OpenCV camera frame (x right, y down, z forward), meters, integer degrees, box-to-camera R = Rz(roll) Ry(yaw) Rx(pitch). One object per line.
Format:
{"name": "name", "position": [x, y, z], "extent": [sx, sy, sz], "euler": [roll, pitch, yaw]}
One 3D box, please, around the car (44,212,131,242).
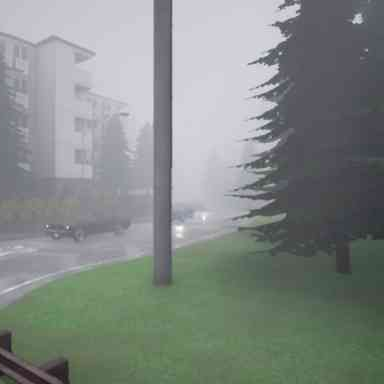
{"name": "car", "position": [-5.505, 1.782, 18.029], "extent": [1.895, 1.301, 4.718], "euler": [0, 0, 29]}

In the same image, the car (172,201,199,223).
{"name": "car", "position": [-1.160, 1.659, 28.150], "extent": [1.882, 1.535, 5.008], "euler": [0, 0, 16]}

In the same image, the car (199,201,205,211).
{"name": "car", "position": [0.586, 1.785, 42.723], "extent": [1.895, 1.301, 4.718], "euler": [0, 0, -5]}
